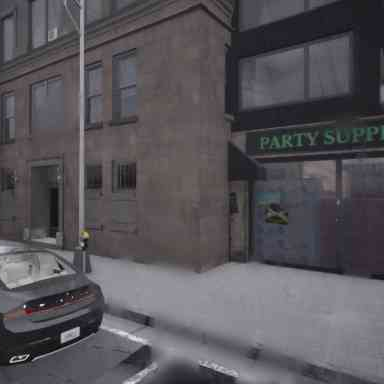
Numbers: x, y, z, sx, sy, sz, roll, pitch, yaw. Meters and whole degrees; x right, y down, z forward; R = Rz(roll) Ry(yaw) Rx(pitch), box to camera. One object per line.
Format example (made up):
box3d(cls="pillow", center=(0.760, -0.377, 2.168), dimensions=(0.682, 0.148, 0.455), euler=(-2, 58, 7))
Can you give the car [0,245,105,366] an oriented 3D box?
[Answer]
box3d(cls="car", center=(-3.297, 1.551, 5.428), dimensions=(4.403, 1.369, 2.008), euler=(0, 0, 35))
